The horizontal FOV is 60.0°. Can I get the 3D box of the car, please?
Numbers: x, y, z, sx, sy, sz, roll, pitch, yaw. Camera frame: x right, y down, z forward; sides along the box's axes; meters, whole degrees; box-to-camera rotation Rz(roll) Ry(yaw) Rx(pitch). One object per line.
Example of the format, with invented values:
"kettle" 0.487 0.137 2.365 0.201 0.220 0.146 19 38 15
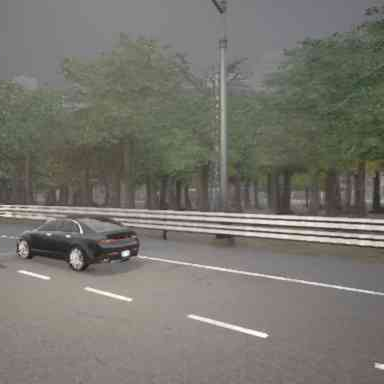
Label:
"car" -3.866 1.522 10.927 4.892 1.490 1.837 0 0 36
